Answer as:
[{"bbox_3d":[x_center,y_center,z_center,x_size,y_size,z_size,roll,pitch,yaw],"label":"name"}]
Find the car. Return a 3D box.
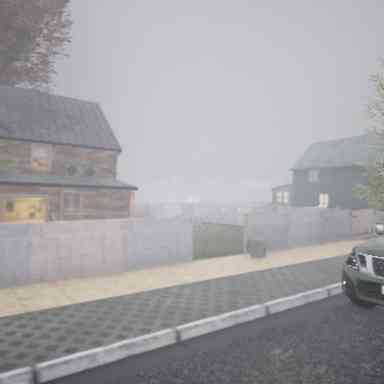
[{"bbox_3d":[5.479,1.309,6.978,5.566,2.045,2.150,1,-1,-36],"label":"car"}]
